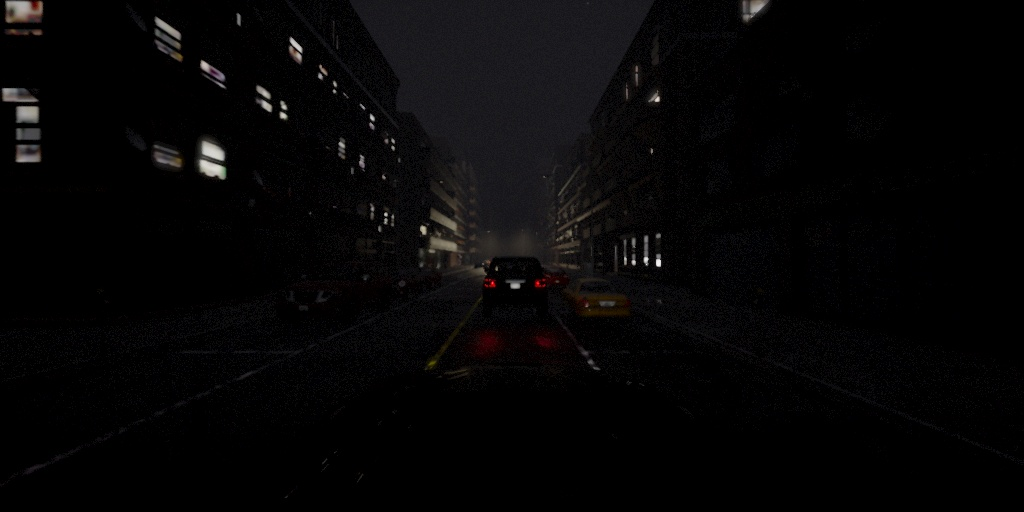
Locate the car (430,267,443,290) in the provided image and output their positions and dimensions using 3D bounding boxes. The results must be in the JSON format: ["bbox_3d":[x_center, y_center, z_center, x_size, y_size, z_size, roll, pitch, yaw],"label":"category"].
[{"bbox_3d":[-5.691,1.389,23.552,1.888,1.381,4.507,0,0,0],"label":"car"}]

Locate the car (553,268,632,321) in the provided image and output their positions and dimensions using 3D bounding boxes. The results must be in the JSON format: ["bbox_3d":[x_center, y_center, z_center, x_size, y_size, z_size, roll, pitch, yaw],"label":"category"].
[{"bbox_3d":[2.689,1.322,12.445,1.751,1.417,4.829,0,0,0],"label":"car"}]

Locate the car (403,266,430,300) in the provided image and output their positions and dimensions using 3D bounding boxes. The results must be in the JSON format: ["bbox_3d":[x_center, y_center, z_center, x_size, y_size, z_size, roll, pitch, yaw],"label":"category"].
[{"bbox_3d":[-5.692,1.259,17.915,1.967,1.591,4.097,0,0,0],"label":"car"}]

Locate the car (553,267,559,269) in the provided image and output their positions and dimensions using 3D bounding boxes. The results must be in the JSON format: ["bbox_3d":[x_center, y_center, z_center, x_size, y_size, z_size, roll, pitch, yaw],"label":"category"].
[{"bbox_3d":[2.689,1.390,23.548,1.888,1.381,4.507,0,0,0],"label":"car"}]

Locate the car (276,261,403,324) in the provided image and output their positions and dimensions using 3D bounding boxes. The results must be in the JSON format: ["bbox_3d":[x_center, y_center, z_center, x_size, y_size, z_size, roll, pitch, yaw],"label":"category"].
[{"bbox_3d":[-5.691,1.110,12.280,2.192,1.841,5.009,0,0,0],"label":"car"}]

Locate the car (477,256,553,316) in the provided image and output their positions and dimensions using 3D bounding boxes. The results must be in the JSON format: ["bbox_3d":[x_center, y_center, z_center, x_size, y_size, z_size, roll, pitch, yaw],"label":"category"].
[{"bbox_3d":[0.101,1.024,13.693,2.150,2.045,5.566,0,0,0],"label":"car"}]

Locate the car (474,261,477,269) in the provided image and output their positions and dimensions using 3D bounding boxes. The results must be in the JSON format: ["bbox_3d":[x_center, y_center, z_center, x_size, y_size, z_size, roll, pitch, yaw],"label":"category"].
[{"bbox_3d":[-5.690,1.562,63.004,2.007,1.370,4.403,0,0,0],"label":"car"}]
